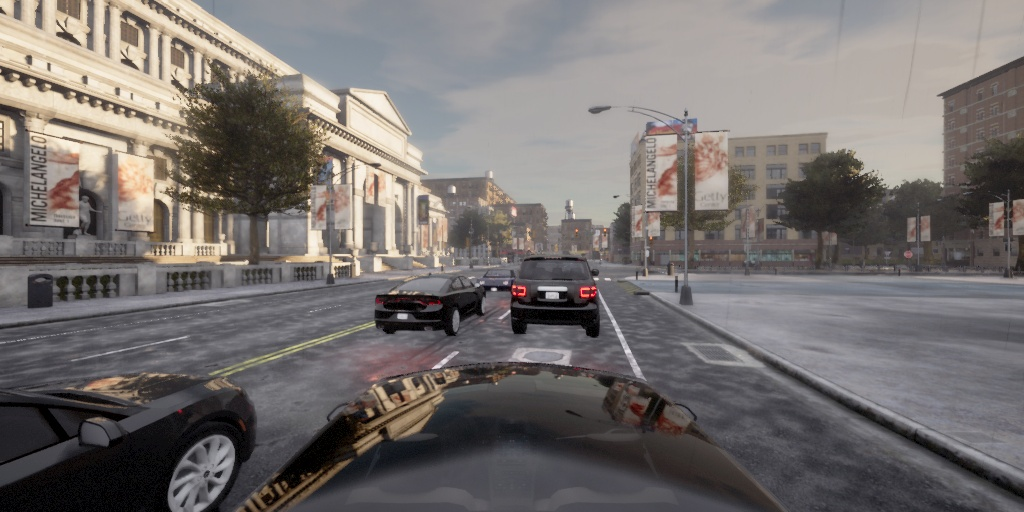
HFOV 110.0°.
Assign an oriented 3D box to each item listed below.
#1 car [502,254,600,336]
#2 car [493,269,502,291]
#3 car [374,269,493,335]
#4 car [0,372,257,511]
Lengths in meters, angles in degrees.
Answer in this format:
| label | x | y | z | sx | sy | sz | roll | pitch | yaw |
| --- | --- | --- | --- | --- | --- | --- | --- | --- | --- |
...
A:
| label | x | y | z | sx | sy | sz | roll | pitch | yaw |
| --- | --- | --- | --- | --- | --- | --- | --- | --- | --- |
| car | 1.374 | 0.971 | 10.617 | 2.150 | 2.045 | 5.566 | 0 | 0 | 10 |
| car | -0.458 | 1.350 | 19.751 | 1.895 | 1.301 | 4.718 | 0 | 0 | 11 |
| car | -2.114 | 1.227 | 10.629 | 1.882 | 1.535 | 5.008 | 0 | 0 | 9 |
| car | -3.204 | 1.255 | 1.235 | 1.837 | 1.490 | 4.892 | 0 | 0 | 0 |
